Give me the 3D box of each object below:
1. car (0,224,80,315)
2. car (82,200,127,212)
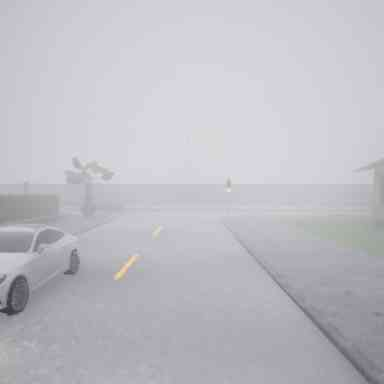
[{"bbox_3d":[-4.062,1.513,7.676,1.812,1.442,4.674,0,0,0],"label":"car"},{"bbox_3d":[-9.755,1.541,36.762,4.718,1.301,1.895,0,0,11],"label":"car"}]
